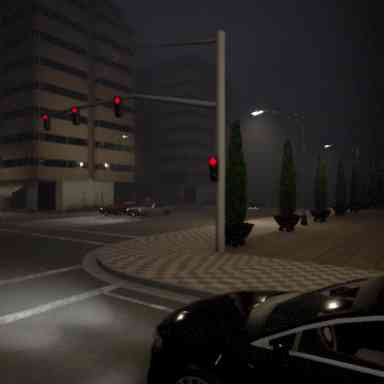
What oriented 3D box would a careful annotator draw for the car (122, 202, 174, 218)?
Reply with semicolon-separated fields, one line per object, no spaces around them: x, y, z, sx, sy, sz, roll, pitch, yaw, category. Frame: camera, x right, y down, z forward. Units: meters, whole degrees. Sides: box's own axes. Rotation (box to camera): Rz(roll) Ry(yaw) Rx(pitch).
-3.840;1.650;30.637;1.895;1.301;4.718;0;0;35;car

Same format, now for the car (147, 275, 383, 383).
1.774;1.492;2.708;4.902;1.511;2.128;0;0;36;car

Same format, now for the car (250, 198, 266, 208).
9.464;1.614;49.410;1.994;1.385;4.181;0;0;36;car

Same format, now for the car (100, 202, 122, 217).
-6.690;1.649;32.668;1.895;1.301;4.718;0;0;35;car
